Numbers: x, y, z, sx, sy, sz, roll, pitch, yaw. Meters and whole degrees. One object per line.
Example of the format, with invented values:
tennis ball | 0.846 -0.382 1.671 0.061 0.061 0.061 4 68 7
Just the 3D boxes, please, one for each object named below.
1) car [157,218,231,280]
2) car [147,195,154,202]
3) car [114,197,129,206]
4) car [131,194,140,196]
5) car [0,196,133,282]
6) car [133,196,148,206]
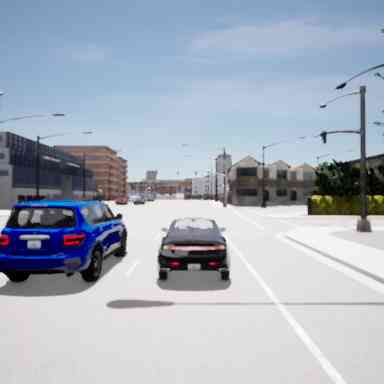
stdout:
car | 0.049 1.515 10.038 2.128 1.511 4.902 0 0 0
car | -10.661 1.612 82.912 2.097 1.767 4.553 0 0 0
car | -14.133 1.913 66.962 1.882 1.535 5.008 0 1 0
car | -14.160 1.483 82.760 2.150 2.045 5.566 0 0 0
car | -3.452 1.249 9.990 2.150 2.045 5.566 0 0 0
car | -10.633 1.990 67.144 1.994 1.385 4.181 0 1 0
